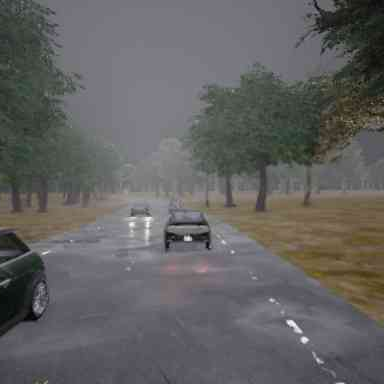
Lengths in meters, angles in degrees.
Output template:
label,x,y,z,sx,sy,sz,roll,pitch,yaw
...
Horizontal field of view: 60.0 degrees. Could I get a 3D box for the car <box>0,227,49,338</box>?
label,x,y,z,sx,sy,sz,roll,pitch,yaw
car,-3.671,1.357,4.229,2.097,1.767,4.553,0,0,-1

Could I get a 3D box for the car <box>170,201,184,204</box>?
label,x,y,z,sx,sy,sz,roll,pitch,yaw
car,-1.711,1.666,36.935,2.033,1.411,5.357,0,0,-6

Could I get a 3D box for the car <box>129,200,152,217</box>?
label,x,y,z,sx,sy,sz,roll,pitch,yaw
car,-5.081,1.608,33.150,1.837,1.490,4.892,0,-1,-5

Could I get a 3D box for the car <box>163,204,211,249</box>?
label,x,y,z,sx,sy,sz,roll,pitch,yaw
car,-0.238,1.514,14.635,2.128,1.511,4.902,0,0,-2
